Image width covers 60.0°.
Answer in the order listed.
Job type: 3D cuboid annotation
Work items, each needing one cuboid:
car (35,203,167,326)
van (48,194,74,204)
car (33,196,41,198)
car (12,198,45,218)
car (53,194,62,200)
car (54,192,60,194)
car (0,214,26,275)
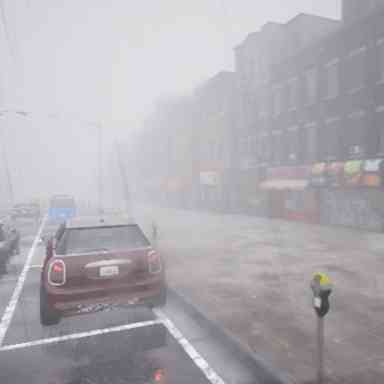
[{"bbox_3d":[-2.154,1.291,7.371,2.097,1.767,4.553,-1,1,-22],"label":"car"},{"bbox_3d":[-8.933,1.215,22.878,1.690,1.788,3.998,-3,1,-22],"label":"van"},{"bbox_3d":[-19.589,1.298,41.914,1.801,1.575,5.366,-1,1,-22],"label":"car"},{"bbox_3d":[-12.991,1.460,26.141,2.033,1.411,5.357,-1,1,-22],"label":"car"},{"bbox_3d":[-32.073,1.183,79.164,1.947,1.339,4.313,-3,1,-22],"label":"car"},{"bbox_3d":[-13.143,1.141,33.110,2.192,1.841,5.009,-3,1,-22],"label":"car"},{"bbox_3d":[-6.318,1.590,9.919,1.895,1.301,4.718,-1,1,-22],"label":"car"}]
